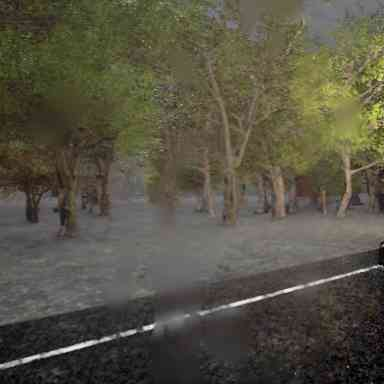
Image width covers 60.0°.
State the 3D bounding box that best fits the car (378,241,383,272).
[{"bbox_3d":[6.755,1.486,8.697,4.902,1.511,2.128,0,0,-36],"label":"car"}]
